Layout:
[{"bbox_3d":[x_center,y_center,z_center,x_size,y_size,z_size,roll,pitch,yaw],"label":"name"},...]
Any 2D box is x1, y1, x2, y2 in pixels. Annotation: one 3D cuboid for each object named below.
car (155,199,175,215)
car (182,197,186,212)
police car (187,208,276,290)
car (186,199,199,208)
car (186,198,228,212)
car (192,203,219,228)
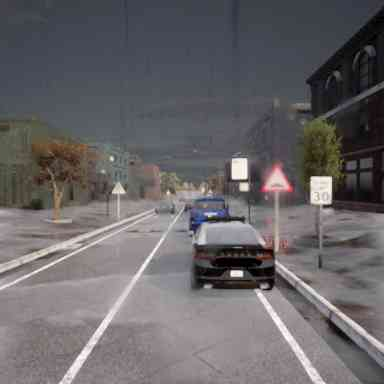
[{"bbox_3d":[-3.053,1.682,38.364,2.097,1.767,4.553,0,-1,0],"label":"car"},{"bbox_3d":[0.083,1.741,45.402,2.097,1.767,4.553,0,0,1],"label":"car"},{"bbox_3d":[0.910,1.474,9.313,1.930,1.638,5.238,0,-1,0],"label":"police car"},{"bbox_3d":[0.072,2.022,57.797,2.033,1.411,5.357,0,0,0],"label":"car"},{"bbox_3d":[0.923,1.371,19.235,2.150,2.045,5.566,0,-1,0],"label":"car"},{"bbox_3d":[0.930,1.663,25.394,1.801,1.575,5.366,0,-1,0],"label":"car"}]
